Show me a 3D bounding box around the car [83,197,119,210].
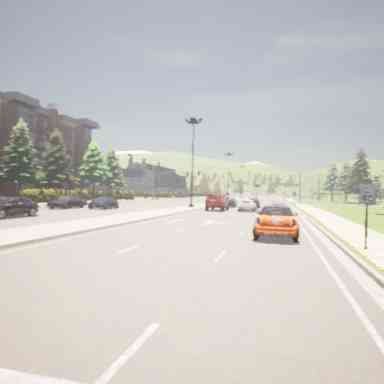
[{"bbox_3d":[-9.783,1.220,36.924,1.994,1.385,4.181,2,0,15],"label":"car"}]

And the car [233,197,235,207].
[{"bbox_3d":[5.769,1.542,50.633,2.128,1.511,4.902,2,0,15],"label":"car"}]

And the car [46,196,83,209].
[{"bbox_3d":[-13.514,1.103,36.514,2.033,1.411,5.357,2,0,15],"label":"car"}]

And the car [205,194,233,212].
[{"bbox_3d":[3.070,1.220,40.110,2.150,2.045,5.566,2,0,16],"label":"car"}]

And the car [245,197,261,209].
[{"bbox_3d":[9.188,1.622,49.874,1.882,1.535,5.008,2,0,15],"label":"car"}]

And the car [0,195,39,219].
[{"bbox_3d":[-13.192,1.096,23.938,1.837,1.490,4.892,2,0,15],"label":"car"}]

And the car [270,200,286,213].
[{"bbox_3d":[10.925,1.808,42.303,1.895,1.301,4.718,2,0,15],"label":"car"}]

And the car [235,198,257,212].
[{"bbox_3d":[6.677,1.622,40.072,1.812,1.442,4.674,2,0,15],"label":"car"}]

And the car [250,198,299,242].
[{"bbox_3d":[4.382,1.434,17.274,2.097,1.767,4.553,2,0,15],"label":"car"}]
